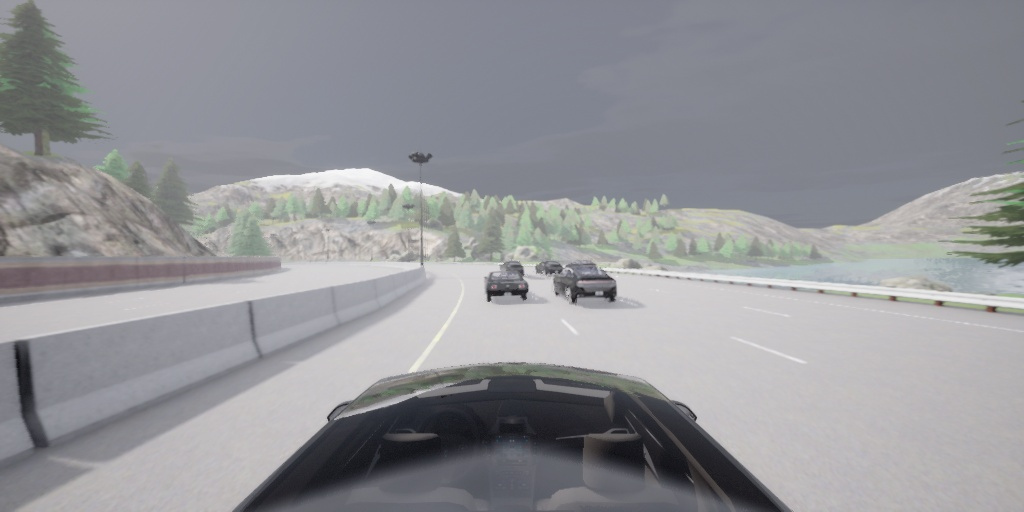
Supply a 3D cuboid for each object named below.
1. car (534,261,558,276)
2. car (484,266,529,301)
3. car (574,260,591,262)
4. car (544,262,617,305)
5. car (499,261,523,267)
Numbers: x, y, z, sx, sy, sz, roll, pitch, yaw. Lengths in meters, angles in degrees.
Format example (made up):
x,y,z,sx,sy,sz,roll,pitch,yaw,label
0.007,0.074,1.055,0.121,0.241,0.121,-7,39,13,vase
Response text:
x,y,z,sx,sy,sz,roll,pitch,yaw,label
3.639,1.207,35.905,1.837,1.490,4.892,0,0,-13,car
-0.423,1.362,17.683,1.895,1.301,4.718,-1,0,-6,car
7.008,1.139,36.789,2.128,1.511,4.902,-1,0,-13,car
3.063,1.196,15.981,2.128,1.511,4.902,-1,0,-6,car
-0.106,1.267,36.670,1.837,1.490,4.892,0,0,-13,car
